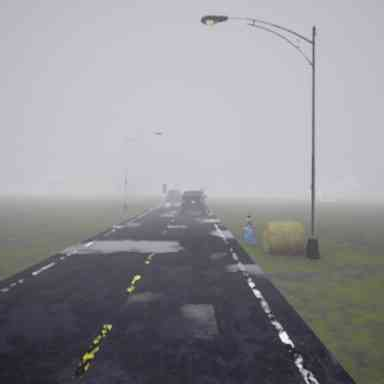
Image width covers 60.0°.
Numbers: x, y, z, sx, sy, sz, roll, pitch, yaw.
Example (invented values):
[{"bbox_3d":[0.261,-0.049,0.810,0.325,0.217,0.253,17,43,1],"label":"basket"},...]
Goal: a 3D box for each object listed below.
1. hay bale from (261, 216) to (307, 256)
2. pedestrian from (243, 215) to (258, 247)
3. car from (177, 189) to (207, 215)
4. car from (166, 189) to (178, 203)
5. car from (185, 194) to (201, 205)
[{"bbox_3d":[3.153,1.503,11.536,1.220,1.180,1.240,1,1,0],"label":"hay bale"},{"bbox_3d":[2.273,1.412,12.678,0.375,1.300,0.375,0,1,2],"label":"pedestrian"},{"bbox_3d":[0.130,0.854,28.883,2.150,2.045,5.566,0,1,0],"label":"car"},{"bbox_3d":[-2.720,0.598,50.255,2.150,2.045,5.566,0,0,1],"label":"car"},{"bbox_3d":[0.160,1.003,44.688,1.994,1.385,4.181,0,1,0],"label":"car"}]
